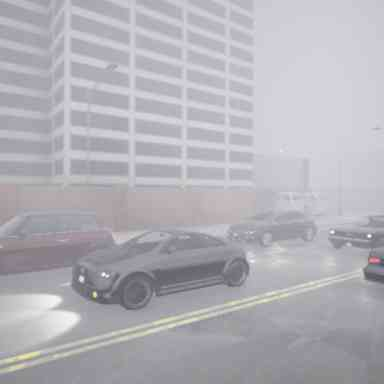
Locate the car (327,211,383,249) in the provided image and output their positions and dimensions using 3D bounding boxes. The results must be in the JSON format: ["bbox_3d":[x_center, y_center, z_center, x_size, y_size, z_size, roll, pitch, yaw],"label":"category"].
[{"bbox_3d":[7.681,1.662,13.733,4.718,1.301,1.895,0,0,-35],"label":"car"}]

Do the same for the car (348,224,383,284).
[{"bbox_3d":[6.397,1.590,8.310,5.357,1.411,2.033,0,0,-35],"label":"car"}]

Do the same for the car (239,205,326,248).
[{"bbox_3d":[3.786,1.557,15.260,4.892,1.490,1.837,0,0,-35],"label":"car"}]

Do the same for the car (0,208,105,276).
[{"bbox_3d":[-4.463,1.359,9.403,4.553,1.767,2.097,0,0,-35],"label":"car"}]

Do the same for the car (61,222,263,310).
[{"bbox_3d":[-0.594,1.582,7.861,4.181,1.385,1.994,0,0,-35],"label":"car"}]
